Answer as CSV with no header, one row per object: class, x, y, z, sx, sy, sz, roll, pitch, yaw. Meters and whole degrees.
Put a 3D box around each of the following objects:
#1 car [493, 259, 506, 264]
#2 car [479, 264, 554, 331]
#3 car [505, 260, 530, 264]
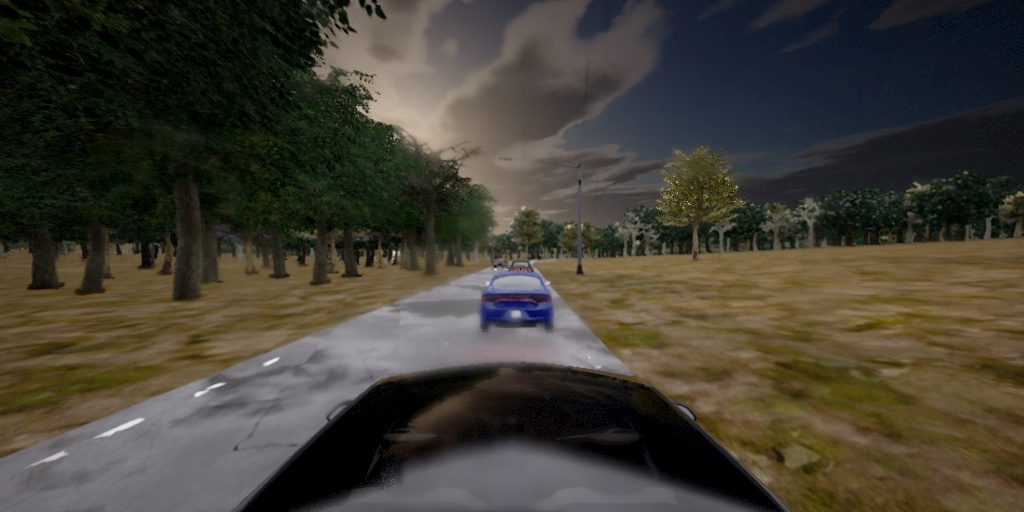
car,-1.620,1.067,51.802,1.994,1.385,4.181,0,0,2
car,0.173,1.181,10.803,1.882,1.535,5.008,0,0,2
car,0.721,1.123,28.351,1.837,1.490,4.892,0,1,2
